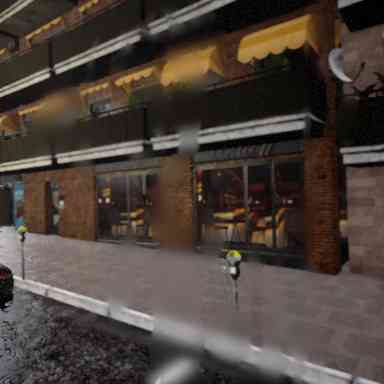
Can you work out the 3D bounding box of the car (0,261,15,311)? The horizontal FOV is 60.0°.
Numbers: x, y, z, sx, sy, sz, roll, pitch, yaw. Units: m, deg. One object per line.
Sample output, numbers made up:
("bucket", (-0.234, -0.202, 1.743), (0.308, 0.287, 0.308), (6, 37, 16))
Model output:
("car", (-5.098, 1.539, 6.394), (4.403, 1.369, 2.008), (0, -2, 36))
